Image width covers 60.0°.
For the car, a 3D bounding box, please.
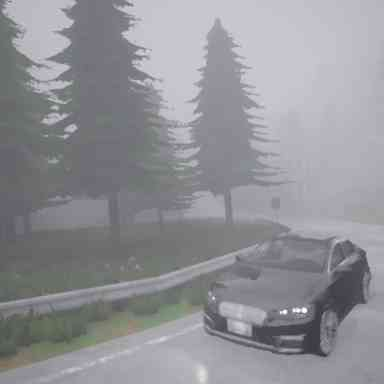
[{"bbox_3d":[2.116,1.594,6.431,2.128,1.511,4.902,-2,-2,37],"label":"car"}]
